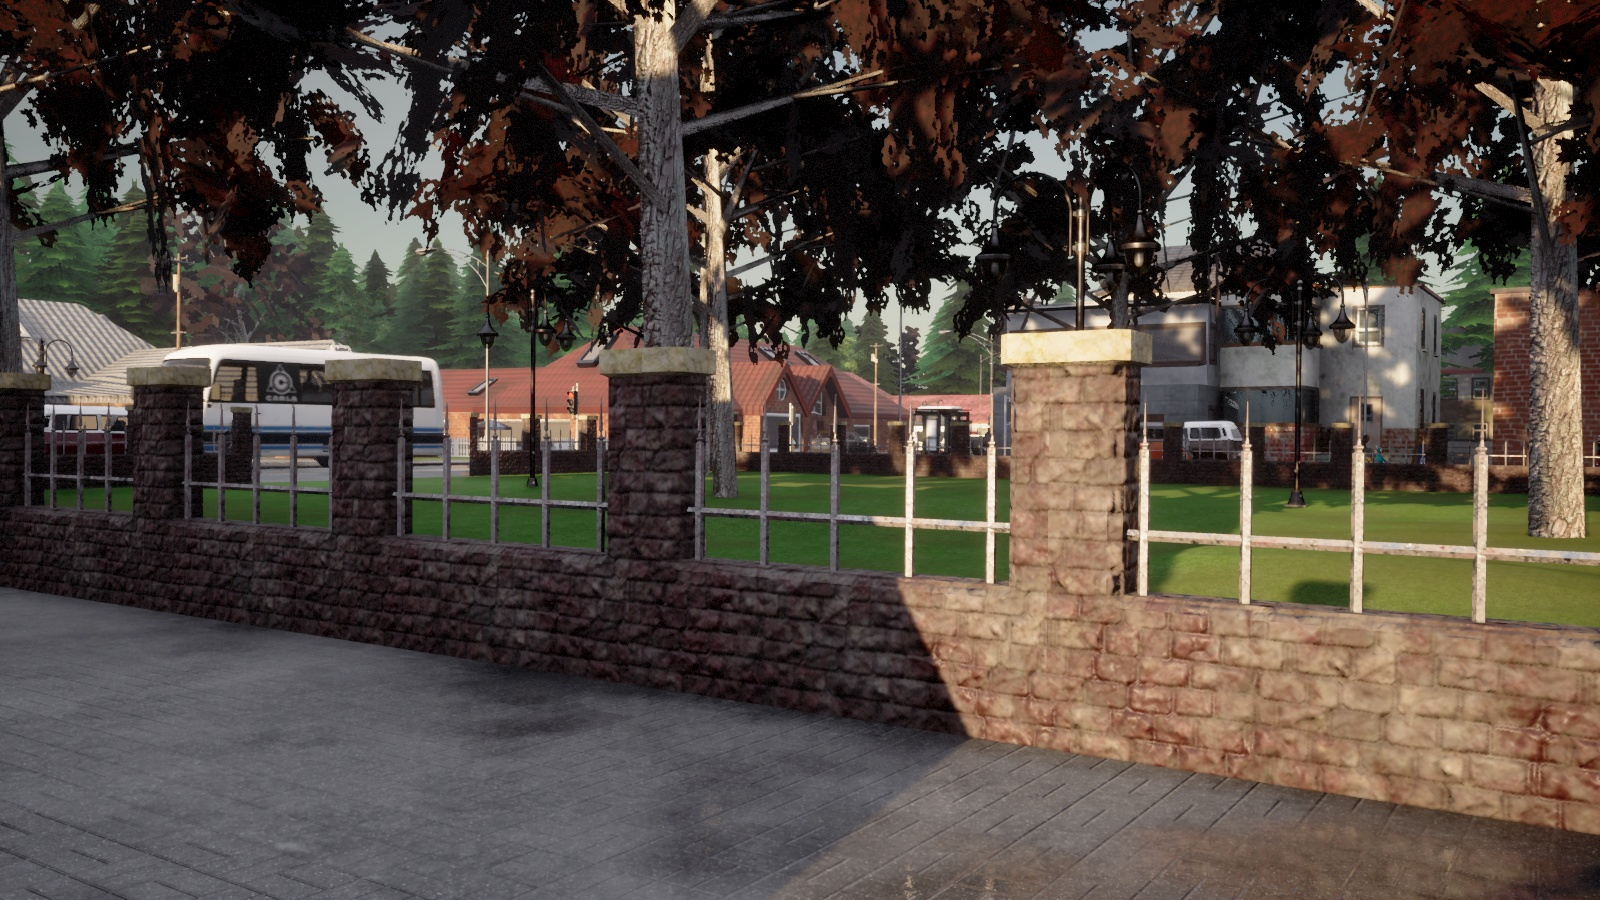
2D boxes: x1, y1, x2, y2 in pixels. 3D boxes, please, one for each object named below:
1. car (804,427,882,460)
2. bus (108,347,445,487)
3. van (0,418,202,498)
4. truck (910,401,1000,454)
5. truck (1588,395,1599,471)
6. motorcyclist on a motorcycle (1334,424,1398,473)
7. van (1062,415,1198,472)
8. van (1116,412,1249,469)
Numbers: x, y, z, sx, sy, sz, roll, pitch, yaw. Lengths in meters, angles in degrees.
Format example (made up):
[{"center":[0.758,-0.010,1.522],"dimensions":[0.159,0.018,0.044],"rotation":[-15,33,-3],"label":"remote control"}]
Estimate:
[{"center":[2.348,-0.357,66.729],"dimensions":[2.242,1.667,4.611],"rotation":[0,1,30],"label":"car"},{"center":[-17.773,-1.080,43.634],"dimensions":[3.944,4.253,10.273],"rotation":[0,1,34],"label":"bus"},{"center":[-19.074,0.159,34.308],"dimensions":[2.069,2.038,4.480],"rotation":[0,1,33],"label":"van"},{"center":[10.791,-1.529,86.497],"dimensions":[2.891,3.462,7.936],"rotation":[0,1,34],"label":"truck"},{"center":[28.522,-0.564,40.195],"dimensions":[5.204,2.467,2.627],"rotation":[0,1,21],"label":"truck"},{"center":[18.643,-0.048,41.342],"dimensions":[1.817,1.590,0.866],"rotation":[0,1,32],"label":"motorcyclist on a motorcycle"},{"center":[12.015,-0.249,45.764],"dimensions":[4.442,1.987,1.775],"rotation":[0,1,32],"label":"van"},{"center":[14.843,-0.354,48.735],"dimensions":[4.480,2.038,2.069],"rotation":[-1,0,34],"label":"van"}]
